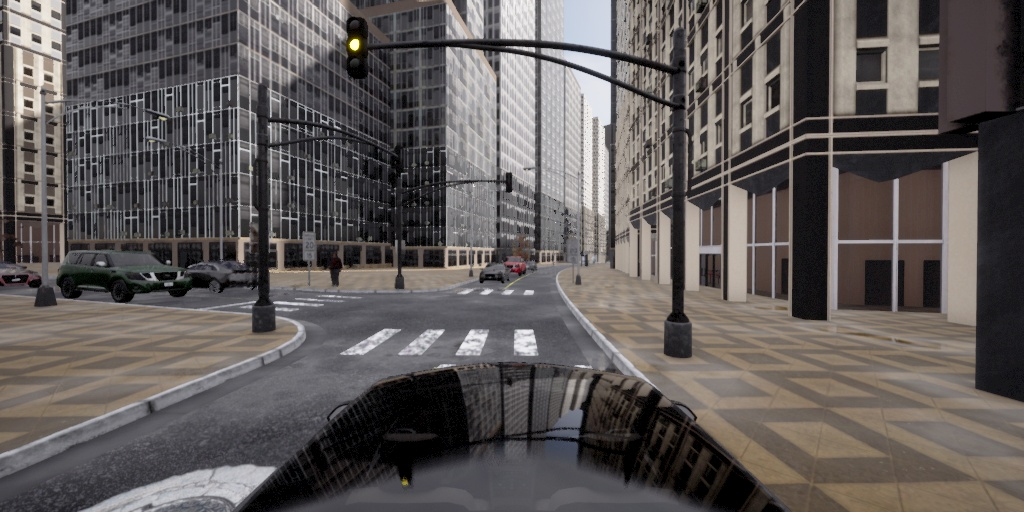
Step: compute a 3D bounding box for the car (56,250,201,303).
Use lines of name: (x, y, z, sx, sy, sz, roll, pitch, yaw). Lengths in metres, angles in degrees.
car: (-16.621, 0.769, 15.382, 5.566, 2.045, 2.150, 1, 1, 17)

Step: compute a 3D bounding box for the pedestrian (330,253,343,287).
pedestrian: (-9.585, 0.715, 19.448, 0.375, 1.860, 0.375, 0, 0, 16)

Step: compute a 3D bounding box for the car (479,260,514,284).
car: (-1.255, 1.286, 27.814, 1.837, 1.490, 4.892, 0, 0, 7)

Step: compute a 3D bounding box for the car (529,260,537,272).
car: (2.364, 1.370, 49.988, 2.128, 1.511, 4.902, 0, 0, 12)

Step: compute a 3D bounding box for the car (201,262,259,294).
car: (-15.024, 1.024, 18.030, 4.902, 1.511, 2.128, 1, 1, 16)

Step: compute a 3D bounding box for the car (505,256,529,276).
car: (0.186, 1.041, 38.341, 2.150, 2.045, 5.566, 0, 0, 9)

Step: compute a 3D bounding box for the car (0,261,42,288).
car: (-26.321, 0.973, 18.181, 4.181, 1.385, 1.994, 1, 1, 16)
